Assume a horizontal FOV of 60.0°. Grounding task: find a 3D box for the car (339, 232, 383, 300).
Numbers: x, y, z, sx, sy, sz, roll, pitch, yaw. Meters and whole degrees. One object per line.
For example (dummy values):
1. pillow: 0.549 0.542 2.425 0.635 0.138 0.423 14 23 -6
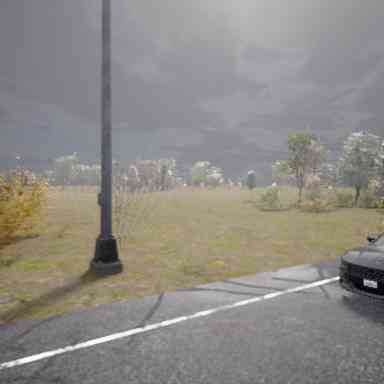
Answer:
1. car: 5.457 1.478 7.750 5.008 1.535 1.882 0 0 -34
